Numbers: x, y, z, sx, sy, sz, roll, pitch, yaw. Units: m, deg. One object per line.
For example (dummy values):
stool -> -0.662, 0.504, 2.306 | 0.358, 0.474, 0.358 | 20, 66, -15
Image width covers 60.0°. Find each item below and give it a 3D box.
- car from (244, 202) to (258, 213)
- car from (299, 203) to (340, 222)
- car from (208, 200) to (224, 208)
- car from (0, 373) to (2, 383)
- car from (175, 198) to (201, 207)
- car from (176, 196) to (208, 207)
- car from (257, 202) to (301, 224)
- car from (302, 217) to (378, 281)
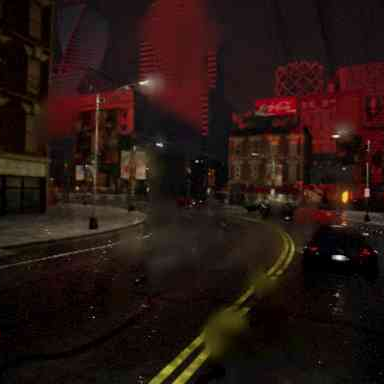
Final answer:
car -> 8.015, 1.922, 40.202 | 2.128, 1.511, 4.902 | 2, 0, -20
car -> 10.665, 1.798, 28.274 | 2.097, 1.767, 4.553 | 2, 0, -3
car -> 3.094, 1.960, 55.482 | 1.895, 1.301, 4.718 | 2, 0, -35
car -> -3.374, 1.477, 1.762 | 1.994, 1.385, 4.181 | 2, 0, 25
car -> -0.793, 1.794, 59.690 | 4.674, 1.452, 2.002 | 1, 0, 45
car -> -0.412, 1.209, 42.530 | 2.097, 1.767, 4.553 | 2, 0, -29
car -> 7.348, 1.878, 28.505 | 1.812, 1.442, 4.674 | 2, 0, -4
car -> 4.661, 1.751, 10.726 | 1.994, 1.385, 4.181 | 2, 0, 22
